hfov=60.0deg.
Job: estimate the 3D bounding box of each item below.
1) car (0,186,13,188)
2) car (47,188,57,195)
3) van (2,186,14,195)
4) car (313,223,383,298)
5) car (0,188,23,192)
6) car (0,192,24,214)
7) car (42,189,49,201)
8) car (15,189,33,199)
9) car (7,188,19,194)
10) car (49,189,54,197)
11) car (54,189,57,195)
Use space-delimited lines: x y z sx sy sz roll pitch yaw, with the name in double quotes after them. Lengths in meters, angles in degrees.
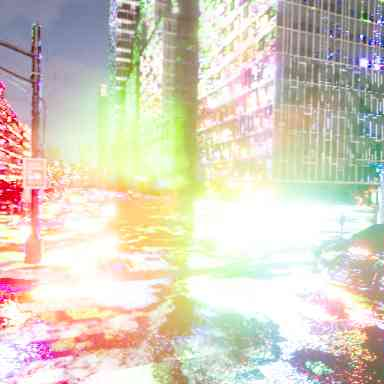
-37.386 -0.250 65.847 2.192 1.841 5.009 0 1 -20 "car"
-33.347 -0.134 79.352 1.887 1.381 4.507 0 1 -20 "car"
-39.286 -0.329 71.165 1.690 1.788 3.998 0 1 -20 "van"
4.968 1.428 7.852 4.313 1.339 1.947 1 2 -20 "car"
-22.612 0.563 41.706 2.033 1.411 5.357 1 1 -20 "car"
-14.346 0.916 26.164 1.887 1.381 4.507 0 1 -20 "car"
-21.946 0.500 47.439 2.008 1.369 4.403 0 1 -20 "car"
-26.415 0.310 52.389 1.837 1.490 4.892 1 1 -20 "car"
-41.187 -0.192 76.489 1.802 1.307 4.206 0 1 -20 "car"
-25.746 0.283 58.077 1.887 1.381 4.507 0 1 -20 "car"
-31.504 -0.053 74.194 1.752 1.417 4.829 0 1 -20 "car"
